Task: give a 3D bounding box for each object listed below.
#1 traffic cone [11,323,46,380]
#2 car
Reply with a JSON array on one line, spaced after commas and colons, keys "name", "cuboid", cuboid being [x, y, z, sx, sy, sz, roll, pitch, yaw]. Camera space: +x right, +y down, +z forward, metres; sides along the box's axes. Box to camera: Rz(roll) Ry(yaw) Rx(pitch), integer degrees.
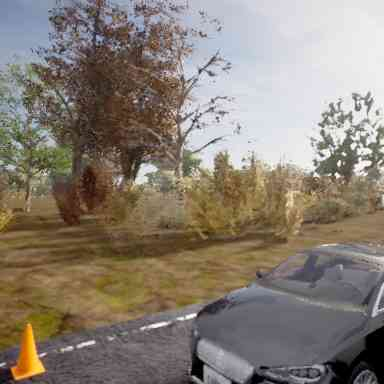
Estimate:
[{"name": "traffic cone", "cuboid": [-2.073, 1.970, 4.221, 0.340, 0.580, 0.340, 1, -1, -36]}, {"name": "car", "cuboid": [2.167, 1.544, 4.631, 4.902, 1.511, 2.128, 1, -1, -38]}]
